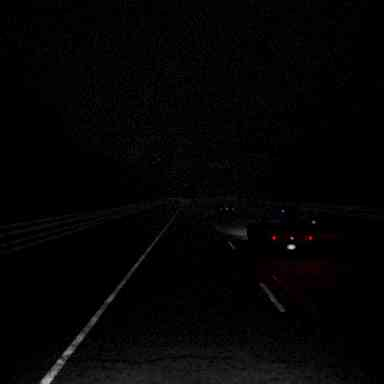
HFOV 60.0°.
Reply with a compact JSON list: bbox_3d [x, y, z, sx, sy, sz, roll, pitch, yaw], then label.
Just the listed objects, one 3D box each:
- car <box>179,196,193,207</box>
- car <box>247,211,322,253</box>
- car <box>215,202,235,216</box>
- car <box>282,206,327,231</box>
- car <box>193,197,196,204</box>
[{"bbox_3d":[-1.278,1.685,62.452,2.150,2.045,5.566,0,0,0],"label":"car"},{"bbox_3d":[3.587,1.700,14.217,1.895,1.301,4.718,0,0,0],"label":"car"},{"bbox_3d":[3.569,1.802,36.469,2.033,1.411,5.357,0,0,0],"label":"car"},{"bbox_3d":[7.082,1.628,21.818,1.882,1.535,5.008,0,0,0],"label":"car"},{"bbox_3d":[-0.068,2.020,80.422,1.837,1.490,4.892,0,-1,0],"label":"car"}]
